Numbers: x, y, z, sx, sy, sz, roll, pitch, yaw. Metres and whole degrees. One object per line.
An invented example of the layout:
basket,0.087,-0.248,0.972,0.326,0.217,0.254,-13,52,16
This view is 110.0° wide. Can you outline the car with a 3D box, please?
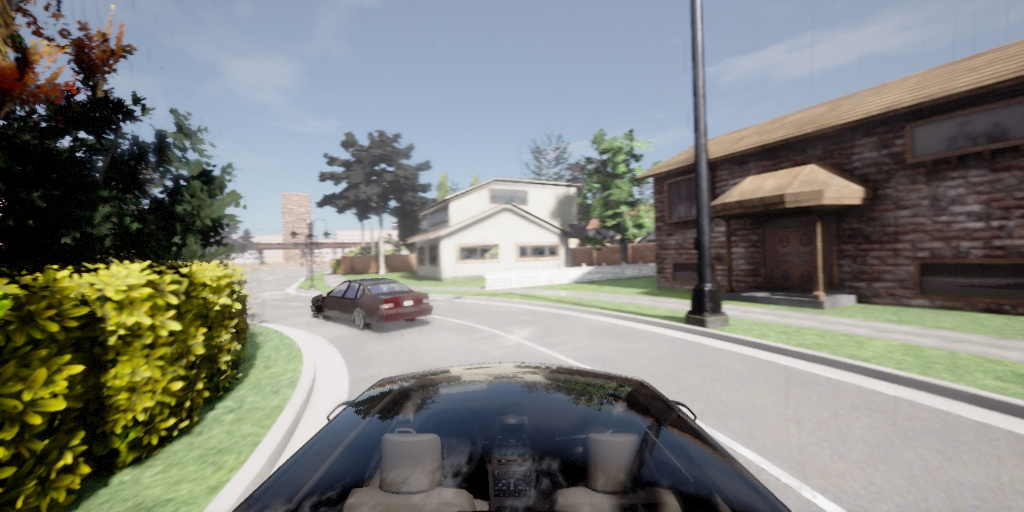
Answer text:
car,-4.815,1.449,11.874,5.357,1.411,2.033,-2,0,42
